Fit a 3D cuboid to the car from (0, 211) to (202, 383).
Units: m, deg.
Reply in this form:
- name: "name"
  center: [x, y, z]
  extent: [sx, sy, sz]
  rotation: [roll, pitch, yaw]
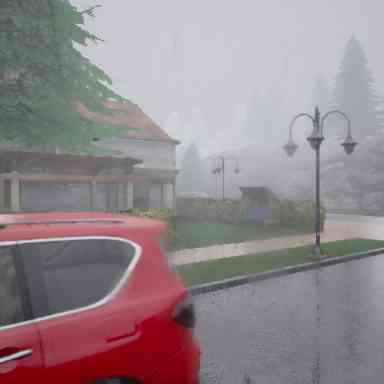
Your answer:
- name: "car"
  center: [-2.524, 1.221, 2.208]
  extent: [5.566, 2.045, 2.150]
  rotation: [0, 0, -35]

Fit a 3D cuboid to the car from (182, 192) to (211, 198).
- name: "car"
  center: [0.788, 1.062, 39.947]
  extent: [2.150, 2.045, 5.566]
  rotation: [0, 0, -35]

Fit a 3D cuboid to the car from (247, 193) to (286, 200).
- name: "car"
  center: [7.249, 1.059, 30.862]
  extent: [2.150, 2.045, 5.566]
  rotation: [0, 0, -35]
